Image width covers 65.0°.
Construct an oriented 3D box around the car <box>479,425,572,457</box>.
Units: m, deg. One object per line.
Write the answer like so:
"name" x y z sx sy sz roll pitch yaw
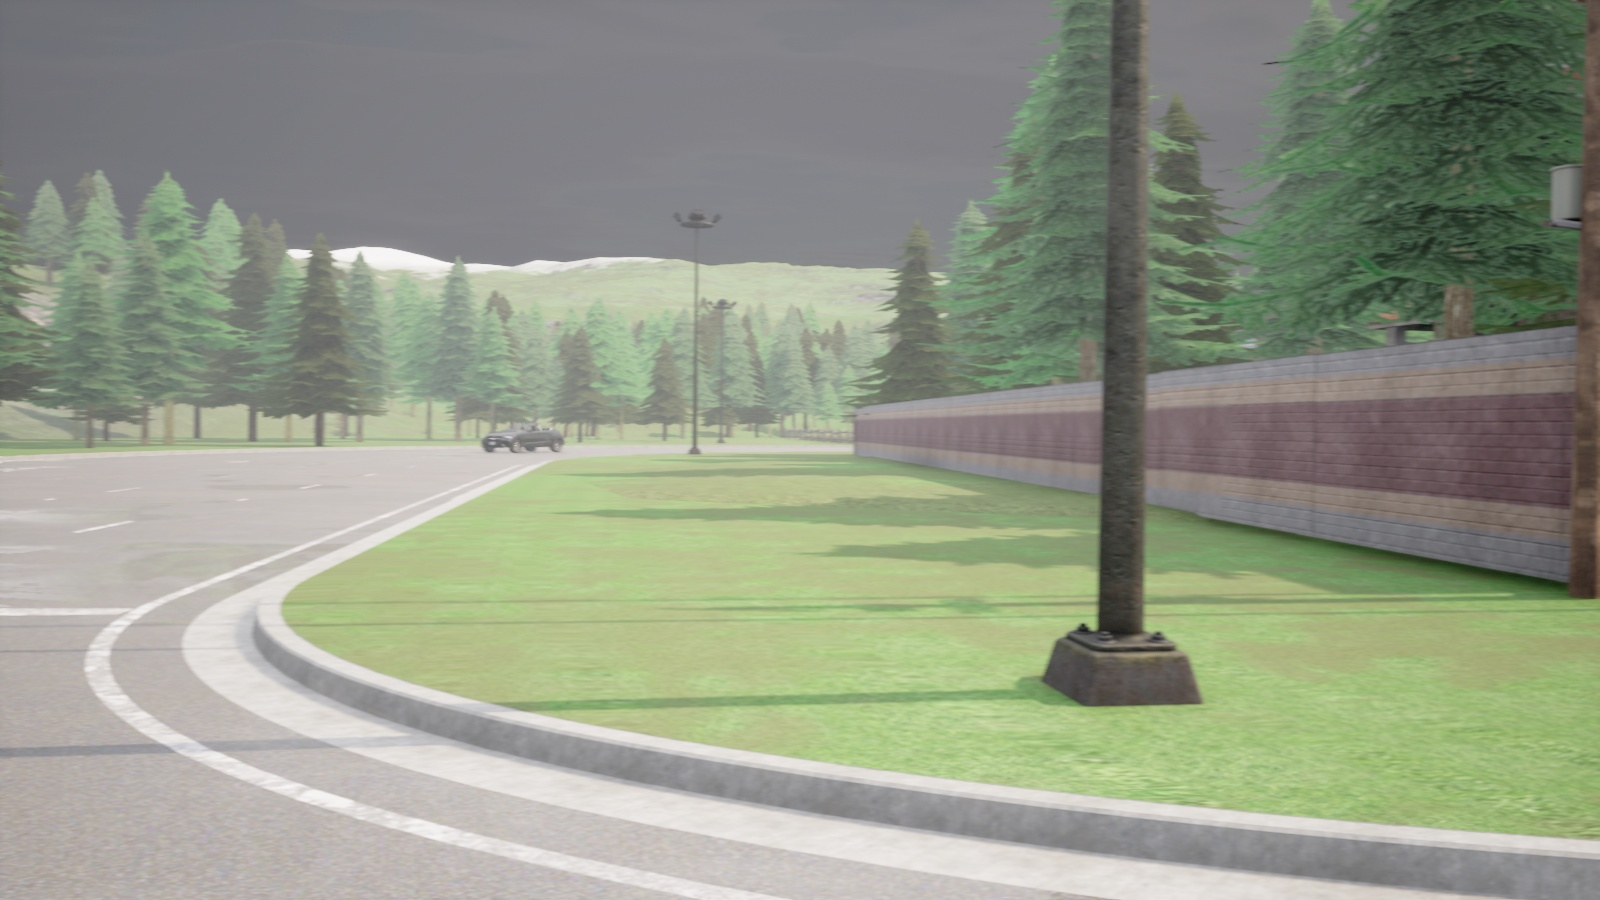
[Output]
"car" -14.891 -0.497 68.385 2.152 1.651 5.027 0 1 29
